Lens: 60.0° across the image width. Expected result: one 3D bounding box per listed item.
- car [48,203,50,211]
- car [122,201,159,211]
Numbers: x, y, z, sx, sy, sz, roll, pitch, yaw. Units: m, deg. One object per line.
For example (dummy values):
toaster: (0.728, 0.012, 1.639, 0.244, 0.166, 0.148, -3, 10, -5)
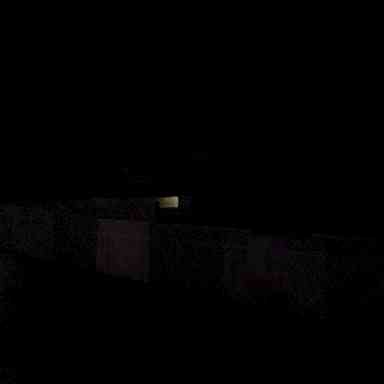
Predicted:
car: (-11.076, 1.413, 22.551, 2.128, 1.511, 4.902, -3, -1, 36)
car: (-5.143, 1.274, 30.624, 1.882, 1.535, 5.008, -3, -1, 36)
